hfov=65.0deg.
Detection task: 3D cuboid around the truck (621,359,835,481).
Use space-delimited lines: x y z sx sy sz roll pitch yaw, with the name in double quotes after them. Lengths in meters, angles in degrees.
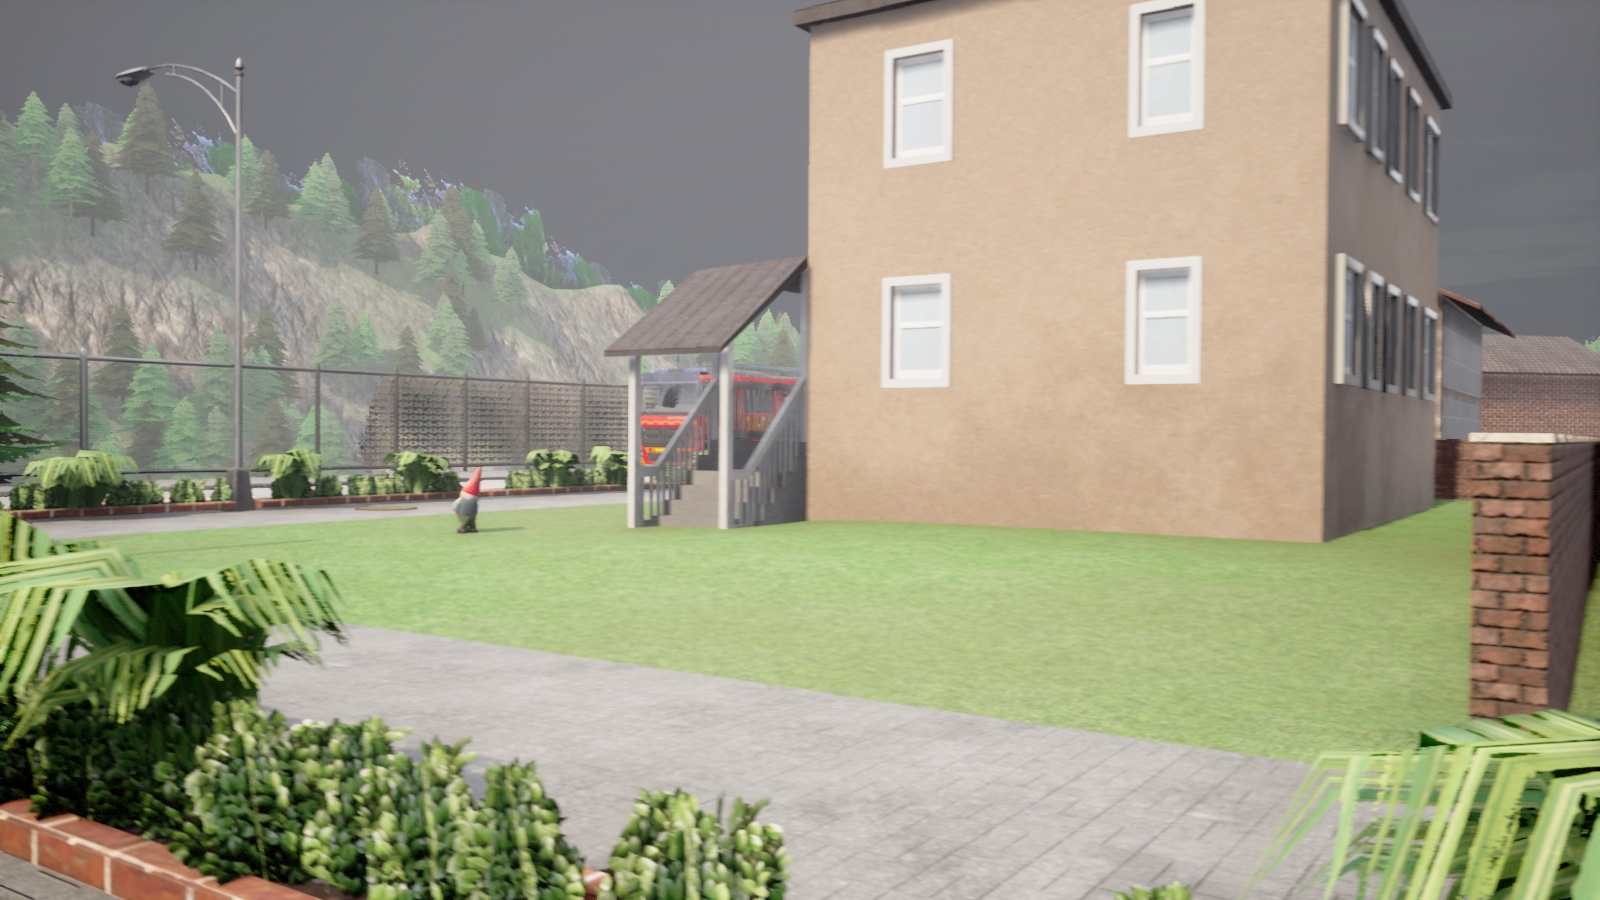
-2.271 -1.010 43.729 2.891 3.827 8.468 0 1 34 "truck"
